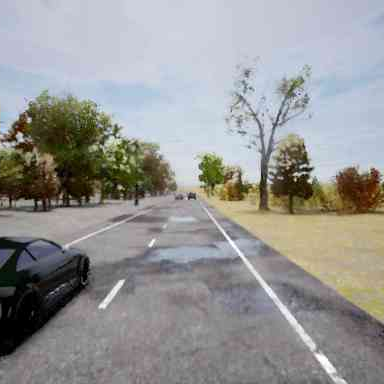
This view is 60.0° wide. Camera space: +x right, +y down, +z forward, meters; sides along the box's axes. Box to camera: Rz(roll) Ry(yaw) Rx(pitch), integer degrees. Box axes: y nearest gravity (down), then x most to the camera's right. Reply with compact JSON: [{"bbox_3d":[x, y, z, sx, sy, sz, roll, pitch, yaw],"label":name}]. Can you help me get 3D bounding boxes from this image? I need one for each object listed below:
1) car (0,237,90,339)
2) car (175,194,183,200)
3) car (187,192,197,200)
[{"bbox_3d":[-3.500,1.564,6.565,1.994,1.385,4.181,0,0,0],"label":"car"},{"bbox_3d":[-3.497,1.438,87.696,1.994,1.385,4.181,0,0,0],"label":"car"},{"bbox_3d":[0.002,1.111,87.314,2.150,2.045,5.566,0,0,0],"label":"car"}]
